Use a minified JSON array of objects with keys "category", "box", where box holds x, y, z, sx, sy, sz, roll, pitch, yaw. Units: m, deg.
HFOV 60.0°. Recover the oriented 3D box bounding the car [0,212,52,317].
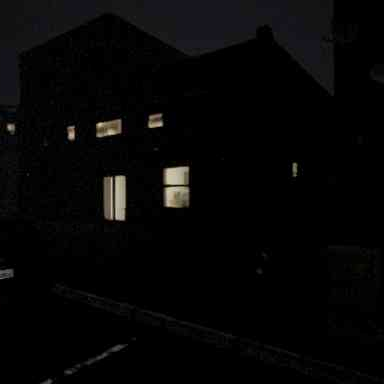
[{"category":"car","box":[-4.664,1.261,6.220,5.009,1.841,2.192,1,-1,36]}]
